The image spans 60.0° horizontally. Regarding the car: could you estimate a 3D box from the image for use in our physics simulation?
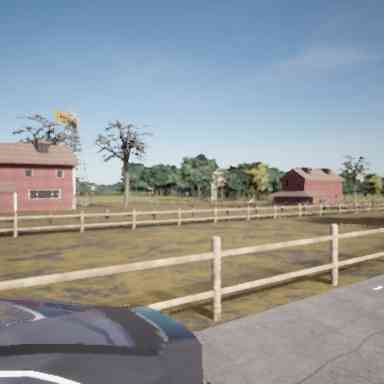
[{"bbox_3d":[-2.086,1.495,1.585,4.902,1.511,2.128,0,0,-36],"label":"car"}]
